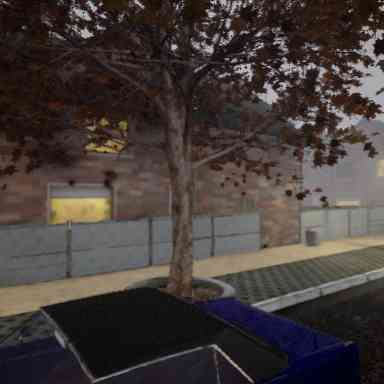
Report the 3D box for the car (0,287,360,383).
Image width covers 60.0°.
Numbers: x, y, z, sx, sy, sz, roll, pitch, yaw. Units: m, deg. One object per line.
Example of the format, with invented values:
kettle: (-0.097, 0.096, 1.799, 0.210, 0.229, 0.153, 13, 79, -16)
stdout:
car: (-0.836, 1.602, 2.472, 4.718, 1.301, 1.895, 0, 0, -35)
